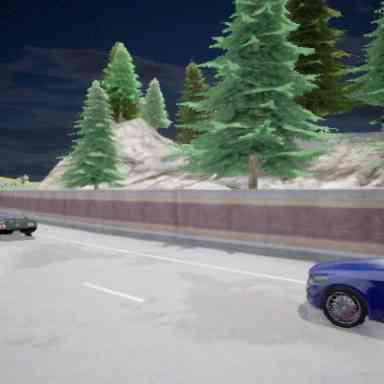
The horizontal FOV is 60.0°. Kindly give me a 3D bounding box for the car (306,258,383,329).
[{"bbox_3d":[4.278,1.546,5.320,4.674,1.442,1.812,0,0,35],"label":"car"}]

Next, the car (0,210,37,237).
[{"bbox_3d":[-9.724,1.579,16.921,4.718,1.301,1.895,0,0,43],"label":"car"}]
